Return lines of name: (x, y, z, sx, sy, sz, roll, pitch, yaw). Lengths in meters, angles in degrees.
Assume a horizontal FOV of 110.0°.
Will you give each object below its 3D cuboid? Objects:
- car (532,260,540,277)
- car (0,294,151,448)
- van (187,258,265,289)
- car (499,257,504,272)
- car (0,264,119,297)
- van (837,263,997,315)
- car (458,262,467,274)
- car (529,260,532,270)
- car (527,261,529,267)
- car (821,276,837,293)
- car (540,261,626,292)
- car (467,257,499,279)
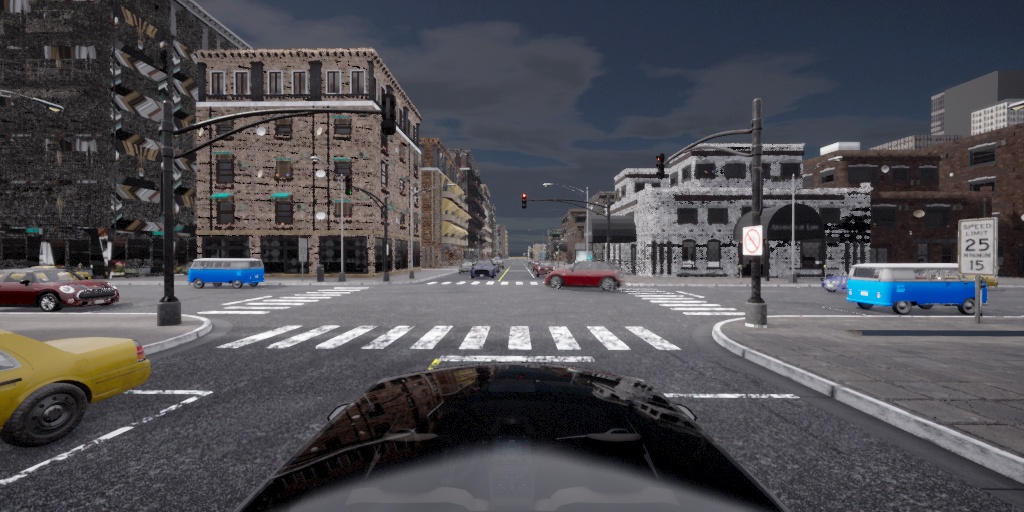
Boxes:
car: (3.254, 1.195, 35.119, 1.967, 1.591, 4.097, 0, 0, 1)
car: (-5.680, 1.275, 2.629, 1.751, 1.417, 4.829, 0, 0, 1)
van: (-17.429, 1.030, 21.907, 3.998, 1.789, 1.690, 0, 0, 1)
car: (-2.400, 1.254, 43.061, 2.128, 1.511, 4.902, 0, 0, 1)
car: (-17.528, 1.190, 13.527, 4.097, 1.591, 1.967, 0, 0, 1)
van: (14.849, 1.156, 13.218, 3.998, 1.789, 1.690, 0, 0, 1)
car: (-5.029, 1.311, 40.945, 2.007, 1.370, 4.403, 0, 0, 1)
car: (3.447, 1.347, 46.511, 1.802, 1.307, 4.207, 0, 0, 1)
car: (3.544, 1.321, 52.207, 2.007, 1.370, 4.403, 0, 0, 1)
car: (19.167, 1.309, 18.962, 4.674, 1.442, 1.812, 0, 0, 1)
car: (4.291, 1.086, 21.174, 4.553, 1.767, 2.097, 0, 0, 27)
car: (-2.569, 1.106, 33.154, 2.097, 1.767, 4.553, 0, 0, 1)
